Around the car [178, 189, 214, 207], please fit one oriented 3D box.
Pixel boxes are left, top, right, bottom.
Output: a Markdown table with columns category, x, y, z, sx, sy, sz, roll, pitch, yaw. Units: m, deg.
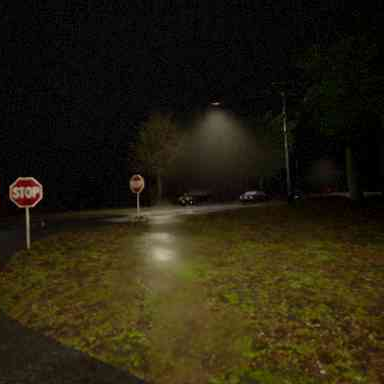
| category | x | y | z | sx | sy | sz | roll | pitch | yaw |
| --- | --- | --- | --- | --- | --- | --- | --- | --- | --- |
| car | 0.585 | 0.698 | 40.113 | 2.150 | 2.045 | 5.566 | -4 | -1 | 35 |

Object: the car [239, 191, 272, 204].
| category | x | y | z | sx | sy | sz | roll | pitch | yaw |
| --- | --- | --- | --- | --- | --- | --- | --- | --- | --- |
| car | 7.142 | 0.585 | 37.280 | 2.033 | 1.411 | 5.357 | -4 | -1 | 35 |

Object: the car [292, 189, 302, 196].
| category | x | y | z | sx | sy | sz | roll | pitch | yaw |
| --- | --- | --- | --- | --- | --- | --- | --- | --- | --- |
| car | 22.166 | 0.161 | 71.340 | 1.882 | 1.535 | 5.008 | -4 | -1 | 35 |

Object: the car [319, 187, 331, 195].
| category | x | y | z | sx | sy | sz | roll | pitch | yaw |
| --- | --- | --- | --- | --- | --- | --- | --- | --- | --- |
| car | 30.603 | -0.371 | 76.394 | 2.097 | 1.767 | 4.553 | -4 | -1 | 29 |
